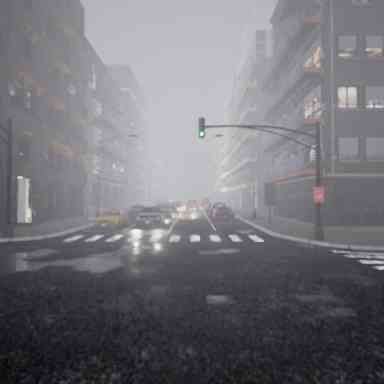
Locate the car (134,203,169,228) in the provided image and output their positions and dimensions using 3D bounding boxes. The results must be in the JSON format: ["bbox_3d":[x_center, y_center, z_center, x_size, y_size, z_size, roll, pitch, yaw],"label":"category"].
[{"bbox_3d":[-3.045,1.824,25.064,1.812,1.442,4.674,0,-1,0],"label":"car"}]

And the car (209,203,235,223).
[{"bbox_3d":[2.753,1.894,29.390,1.887,1.381,4.507,1,-1,0],"label":"car"}]

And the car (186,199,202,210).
[{"bbox_3d":[0.107,2.015,55.626,2.097,1.767,4.553,0,-1,0],"label":"car"}]

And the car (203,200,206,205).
[{"bbox_3d":[2.785,2.129,45.959,1.802,1.307,4.206,1,-1,0],"label":"car"}]

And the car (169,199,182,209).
[{"bbox_3d":[-2.896,2.269,59.065,1.994,1.385,4.181,0,-1,0],"label":"car"}]

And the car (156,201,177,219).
[{"bbox_3d":[-3.026,1.961,34.786,2.033,1.411,5.357,0,-1,1],"label":"car"}]

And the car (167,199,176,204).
[{"bbox_3d":[-5.510,2.633,90.173,2.008,1.369,4.403,1,-1,0],"label":"car"}]

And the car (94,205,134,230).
[{"bbox_3d":[-5.638,1.808,23.728,1.752,1.417,4.829,1,-1,0],"label":"car"}]

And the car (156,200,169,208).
[{"bbox_3d":[-5.564,2.298,62.559,2.008,1.369,4.403,1,-1,0],"label":"car"}]

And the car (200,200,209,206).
[{"bbox_3d":[2.850,2.513,79.097,1.947,1.339,4.313,1,-1,0],"label":"car"}]

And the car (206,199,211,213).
[{"bbox_3d":[2.765,1.856,34.915,1.967,1.590,4.097,1,-1,0],"label":"car"}]

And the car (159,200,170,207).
[{"bbox_3d":[-5.553,2.358,68.082,1.887,1.381,4.507,1,-1,0],"label":"car"}]

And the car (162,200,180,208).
[{"bbox_3d":[-3.007,2.096,44.704,1.994,1.385,4.181,0,-1,0],"label":"car"}]

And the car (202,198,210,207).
[{"bbox_3d":[2.831,2.129,68.055,2.192,1.841,5.009,1,-1,0],"label":"car"}]

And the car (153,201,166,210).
[{"bbox_3d":[-5.574,2.203,56.866,1.752,1.417,4.829,1,-1,0],"label":"car"}]

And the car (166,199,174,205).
[{"bbox_3d":[-5.520,2.538,84.480,1.752,1.417,4.829,1,-1,0],"label":"car"}]

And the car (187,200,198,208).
[{"bbox_3d":[0.126,2.332,65.659,2.033,1.411,5.357,0,-1,0],"label":"car"}]
